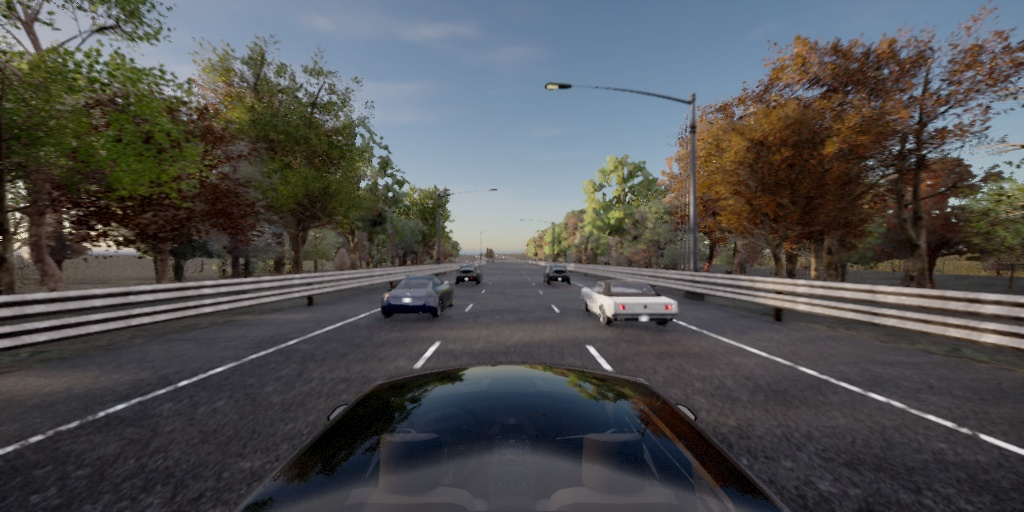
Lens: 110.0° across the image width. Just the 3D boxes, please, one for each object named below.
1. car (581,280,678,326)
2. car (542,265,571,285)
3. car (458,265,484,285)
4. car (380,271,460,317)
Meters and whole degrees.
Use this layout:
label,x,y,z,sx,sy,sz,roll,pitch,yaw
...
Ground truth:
label,x,y,z,sx,sy,sz,roll,pitch,yaw
car,3.595,1.443,11.983,1.895,1.301,4.718,0,-1,0
car,3.584,1.507,29.266,1.837,1.490,4.892,0,-1,0
car,-3.416,1.507,29.273,1.837,1.490,4.892,0,-1,0
car,-3.406,1.421,13.652,1.994,1.385,4.181,0,-1,0
